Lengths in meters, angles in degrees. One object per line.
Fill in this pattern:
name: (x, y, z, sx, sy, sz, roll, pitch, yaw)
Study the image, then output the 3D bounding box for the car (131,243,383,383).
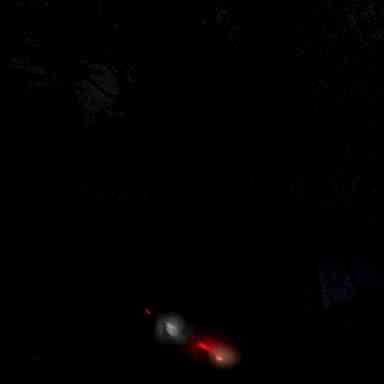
car: (1.824, 1.522, 5.051, 5.357, 1.411, 2.033, 0, 0, -36)
